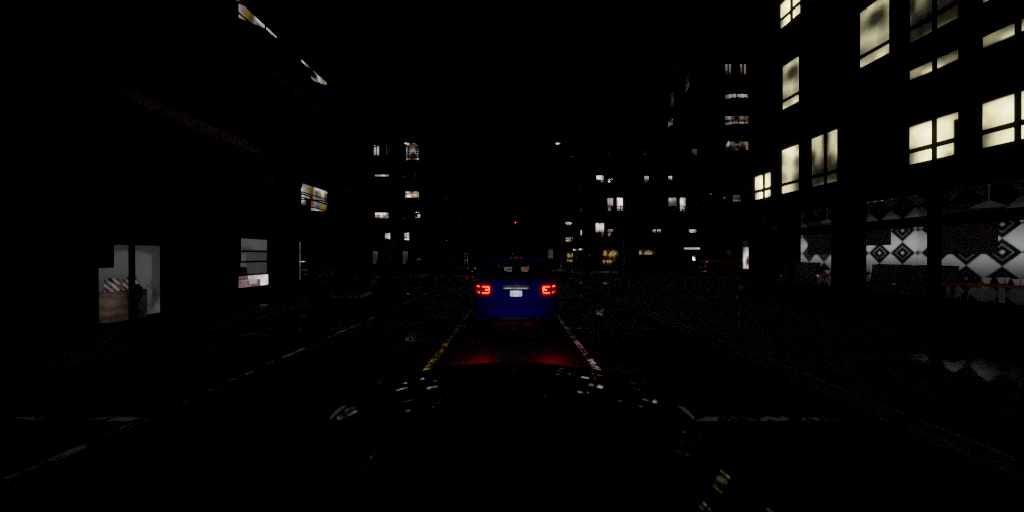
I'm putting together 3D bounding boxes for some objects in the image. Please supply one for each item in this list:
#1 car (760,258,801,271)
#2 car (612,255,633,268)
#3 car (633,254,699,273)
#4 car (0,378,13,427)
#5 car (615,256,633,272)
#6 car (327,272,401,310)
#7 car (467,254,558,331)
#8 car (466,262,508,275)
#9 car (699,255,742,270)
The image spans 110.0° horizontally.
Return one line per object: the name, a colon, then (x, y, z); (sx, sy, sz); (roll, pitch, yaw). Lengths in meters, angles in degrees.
car: (25.807, 0.822, 34.556); (4.313, 1.339, 1.948); (0, 0, 0)
car: (14.580, 0.764, 42.840); (5.009, 1.841, 2.192); (0, 0, 0)
car: (14.713, 0.778, 34.461); (5.009, 1.841, 2.192); (0, 0, 0)
car: (-5.690, 1.300, 1.566); (2.007, 1.370, 4.403); (0, 0, 0)
car: (14.422, 0.983, 40.230); (4.674, 1.442, 1.812); (-1, 0, -1)
car: (-5.739, 1.332, 14.483); (1.802, 1.307, 4.207); (0, 0, 0)
car: (0.099, 0.971, 11.079); (2.150, 2.045, 5.566); (0, 0, 0)
car: (-2.826, 1.376, 41.216); (4.718, 1.301, 1.895); (-1, 0, -45)
car: (23.387, 0.642, 40.325); (4.553, 1.767, 2.097); (-1, 0, -1)
